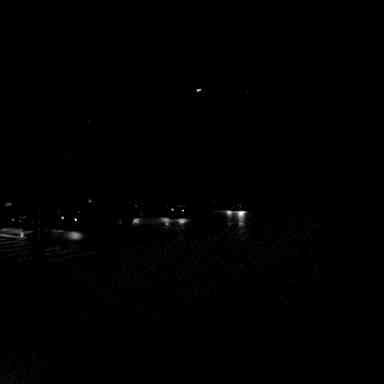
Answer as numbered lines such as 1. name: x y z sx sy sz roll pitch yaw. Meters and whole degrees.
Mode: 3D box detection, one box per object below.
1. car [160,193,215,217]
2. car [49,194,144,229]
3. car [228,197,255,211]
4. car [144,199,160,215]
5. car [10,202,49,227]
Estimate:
1. car: -0.047 1.117 30.347 2.150 2.045 5.566 0 0 35
2. car: -6.044 1.161 21.894 2.150 2.045 5.566 0 0 35
3. car: 6.022 1.355 38.889 1.837 1.490 4.892 0 0 36
4. car: -4.105 1.390 30.248 1.882 1.535 5.008 0 0 35
5. car: -9.630 1.457 22.460 1.837 1.490 4.892 0 0 35
